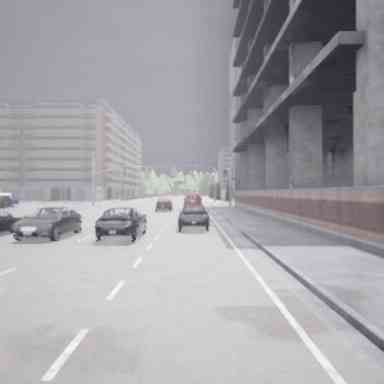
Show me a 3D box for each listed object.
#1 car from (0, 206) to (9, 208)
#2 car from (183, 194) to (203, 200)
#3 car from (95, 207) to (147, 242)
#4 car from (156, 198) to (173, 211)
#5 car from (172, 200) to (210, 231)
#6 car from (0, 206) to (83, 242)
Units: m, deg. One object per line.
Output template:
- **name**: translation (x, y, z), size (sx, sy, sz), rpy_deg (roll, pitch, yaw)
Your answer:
- **car**: translation (-10.500, 1.619, 16.791), size (1.895, 1.301, 4.718), rpy_deg (0, 0, 0)
- **car**: translation (0.108, 1.260, 39.878), size (2.150, 2.045, 5.566), rpy_deg (0, 0, 0)
- **car**: translation (-3.393, 1.509, 16.616), size (2.128, 1.511, 4.902), rpy_deg (0, 0, 0)
- **car**: translation (-3.382, 1.520, 41.256), size (1.882, 1.535, 5.008), rpy_deg (0, 0, 0)
- **car**: translation (0.108, 1.513, 20.913), size (2.128, 1.511, 4.902), rpy_deg (0, 0, 0)
- **car**: translation (-7.002, 1.510, 16.630), size (2.128, 1.511, 4.902), rpy_deg (0, 0, 0)
